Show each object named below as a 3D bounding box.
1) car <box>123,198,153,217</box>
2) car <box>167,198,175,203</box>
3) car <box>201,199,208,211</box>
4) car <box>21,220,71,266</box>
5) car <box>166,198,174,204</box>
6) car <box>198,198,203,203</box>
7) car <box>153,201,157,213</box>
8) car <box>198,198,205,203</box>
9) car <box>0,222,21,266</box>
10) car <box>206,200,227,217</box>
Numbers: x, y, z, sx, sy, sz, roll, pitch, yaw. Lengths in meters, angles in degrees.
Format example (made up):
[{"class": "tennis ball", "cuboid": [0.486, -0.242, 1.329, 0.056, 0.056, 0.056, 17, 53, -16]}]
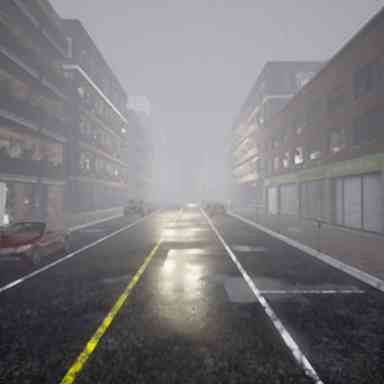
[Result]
[{"class": "car", "cuboid": [-5.713, 1.600, 34.453, 2.192, 1.841, 5.009, 0, 0, 0]}, {"class": "car", "cuboid": [-5.757, 2.289, 90.811, 2.008, 1.369, 4.403, 0, 0, 0]}, {"class": "car", "cuboid": [2.658, 1.920, 45.725, 1.887, 1.381, 4.507, 0, 0, 0]}, {"class": "car", "cuboid": [-5.698, 1.682, 11.906, 1.802, 1.307, 4.206, 0, 0, 0]}, {"class": "car", "cuboid": [-5.752, 2.244, 85.174, 2.008, 1.369, 4.403, 0, 0, 0]}, {"class": "car", "cuboid": [2.641, 2.108, 68.269, 2.008, 1.369, 4.403, 0, 0, 0]}, {"class": "car", "cuboid": [-5.718, 1.771, 40.087, 1.967, 1.590, 4.097, 0, 0, 0]}, {"class": "car", "cuboid": [2.625, 2.264, 90.983, 1.752, 1.417, 4.829, 0, 0, 0]}, {"class": "car", "cuboid": [-5.692, 1.369, 6.272, 2.192, 1.841, 5.009, 0, 0, 0]}, {"class": "car", "cuboid": [2.666, 1.811, 34.623, 1.752, 1.417, 4.829, 0, 0, 0]}]
